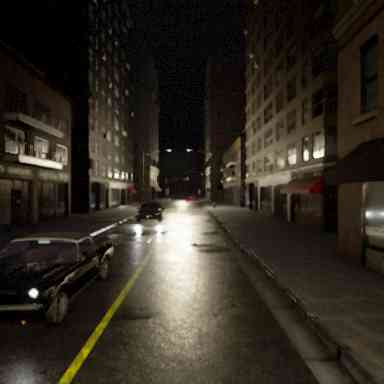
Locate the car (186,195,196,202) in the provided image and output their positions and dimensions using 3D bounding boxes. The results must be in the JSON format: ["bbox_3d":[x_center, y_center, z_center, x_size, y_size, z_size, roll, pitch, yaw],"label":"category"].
[{"bbox_3d":[-0.189,1.354,73.591,2.097,1.767,4.553,0,0,0],"label":"car"}]

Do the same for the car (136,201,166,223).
[{"bbox_3d":[-3.091,1.509,25.648,1.837,1.490,4.892,0,-1,0],"label":"car"}]

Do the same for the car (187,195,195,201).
[{"bbox_3d":[-0.216,1.464,83.691,1.882,1.535,5.008,0,0,0],"label":"car"}]

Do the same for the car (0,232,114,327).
[{"bbox_3d":[-3.114,1.603,7.141,1.895,1.301,4.718,0,0,0],"label":"car"}]
